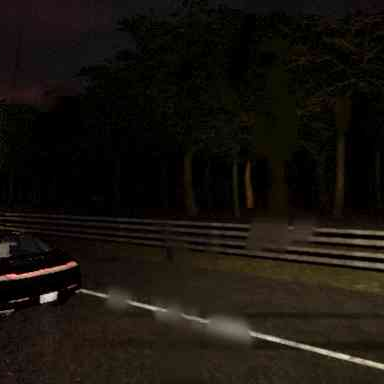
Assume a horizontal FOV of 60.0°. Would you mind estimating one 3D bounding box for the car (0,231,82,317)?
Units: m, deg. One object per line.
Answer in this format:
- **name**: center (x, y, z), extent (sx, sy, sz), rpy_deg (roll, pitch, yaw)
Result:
- **car**: center (-4.374, 1.580, 6.966), extent (4.902, 1.511, 2.128), rpy_deg (-1, 0, 35)
